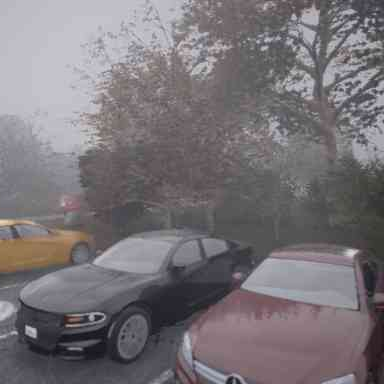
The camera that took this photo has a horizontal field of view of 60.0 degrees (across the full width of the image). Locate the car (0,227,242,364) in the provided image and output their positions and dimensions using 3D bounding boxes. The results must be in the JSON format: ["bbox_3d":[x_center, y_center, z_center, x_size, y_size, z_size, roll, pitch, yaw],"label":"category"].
[{"bbox_3d":[-0.584,1.492,6.239,2.097,1.535,5.008,0,0,36],"label":"car"}]

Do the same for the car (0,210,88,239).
[{"bbox_3d":[-5.122,1.520,9.465,2.097,1.535,5.008,-1,0,36],"label":"car"}]

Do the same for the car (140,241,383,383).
[{"bbox_3d":[1.683,1.523,4.618,2.002,1.452,4.674,0,0,36],"label":"car"}]

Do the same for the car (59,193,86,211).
[{"bbox_3d":[-9.107,1.107,29.811,2.150,2.045,5.566,-4,-1,35],"label":"car"}]
